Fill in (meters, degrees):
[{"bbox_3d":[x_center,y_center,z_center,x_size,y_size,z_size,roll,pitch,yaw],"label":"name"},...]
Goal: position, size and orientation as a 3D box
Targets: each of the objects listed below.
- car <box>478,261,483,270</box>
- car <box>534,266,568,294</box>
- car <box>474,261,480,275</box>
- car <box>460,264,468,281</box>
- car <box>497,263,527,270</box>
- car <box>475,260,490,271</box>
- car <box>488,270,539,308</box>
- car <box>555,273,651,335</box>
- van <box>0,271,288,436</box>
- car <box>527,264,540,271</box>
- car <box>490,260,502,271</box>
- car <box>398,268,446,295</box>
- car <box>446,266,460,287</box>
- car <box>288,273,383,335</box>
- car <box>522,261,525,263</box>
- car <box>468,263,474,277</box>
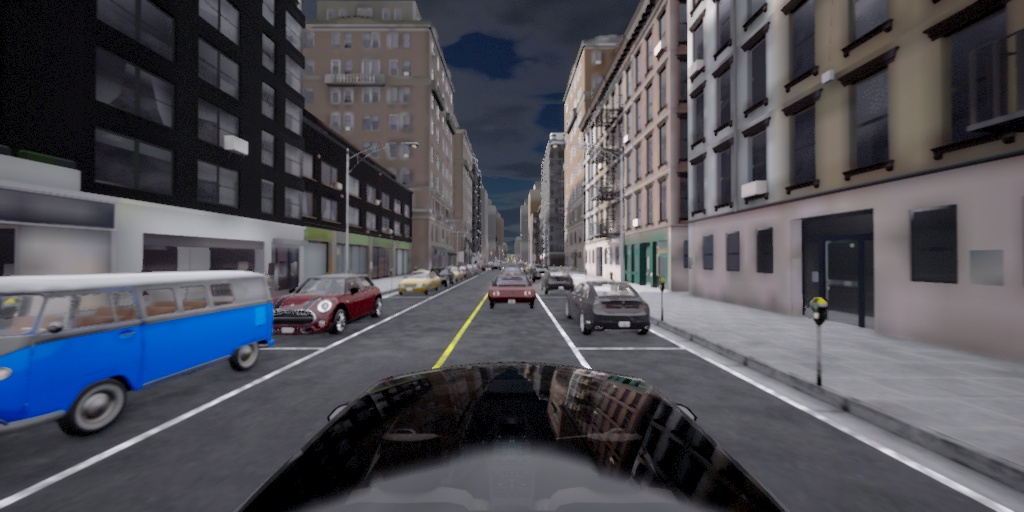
[{"bbox_3d":[-5.395,1.728,48.488,2.007,1.370,4.403,0,0,0],"label":"car"},{"bbox_3d":[2.634,1.483,21.417,2.007,1.370,4.403,0,0,0],"label":"car"},{"bbox_3d":[-5.394,1.681,43.075,2.007,1.370,4.403,0,0,0],"label":"car"},{"bbox_3d":[-5.393,1.558,32.079,1.751,1.417,4.829,0,0,0],"label":"car"},{"bbox_3d":[-0.004,1.567,30.840,2.033,1.411,5.357,0,0,0],"label":"car"},{"bbox_3d":[-5.397,1.585,59.313,2.192,1.841,5.009,0,0,0],"label":"car"},{"bbox_3d":[-0.001,1.483,15.958,1.895,1.301,4.718,0,0,0],"label":"car"},{"bbox_3d":[2.636,1.383,10.592,2.007,1.370,4.403,0,0,0],"label":"car"},{"bbox_3d":[-5.388,1.123,5.187,1.690,1.789,3.998,0,0,0],"label":"van"},{"bbox_3d":[2.632,1.598,32.242,1.948,1.339,4.313,0,0,0],"label":"car"},{"bbox_3d":[-2.764,1.826,64.208,1.837,1.490,4.892,0,-1,0],"label":"car"},{"bbox_3d":[-5.391,1.458,21.255,1.751,1.417,4.829,0,0,0],"label":"car"},{"bbox_3d":[-5.392,1.548,26.837,1.948,1.339,4.313,0,0,0],"label":"car"},{"bbox_3d":[-5.389,1.272,10.600,1.967,1.591,4.097,0,0,0],"label":"car"},{"bbox_3d":[2.630,1.702,48.650,1.751,1.417,4.829,0,0,0],"label":"car"},{"bbox_3d":[-5.394,1.664,37.662,1.802,1.307,4.207,0,0,0],"label":"car"}]
